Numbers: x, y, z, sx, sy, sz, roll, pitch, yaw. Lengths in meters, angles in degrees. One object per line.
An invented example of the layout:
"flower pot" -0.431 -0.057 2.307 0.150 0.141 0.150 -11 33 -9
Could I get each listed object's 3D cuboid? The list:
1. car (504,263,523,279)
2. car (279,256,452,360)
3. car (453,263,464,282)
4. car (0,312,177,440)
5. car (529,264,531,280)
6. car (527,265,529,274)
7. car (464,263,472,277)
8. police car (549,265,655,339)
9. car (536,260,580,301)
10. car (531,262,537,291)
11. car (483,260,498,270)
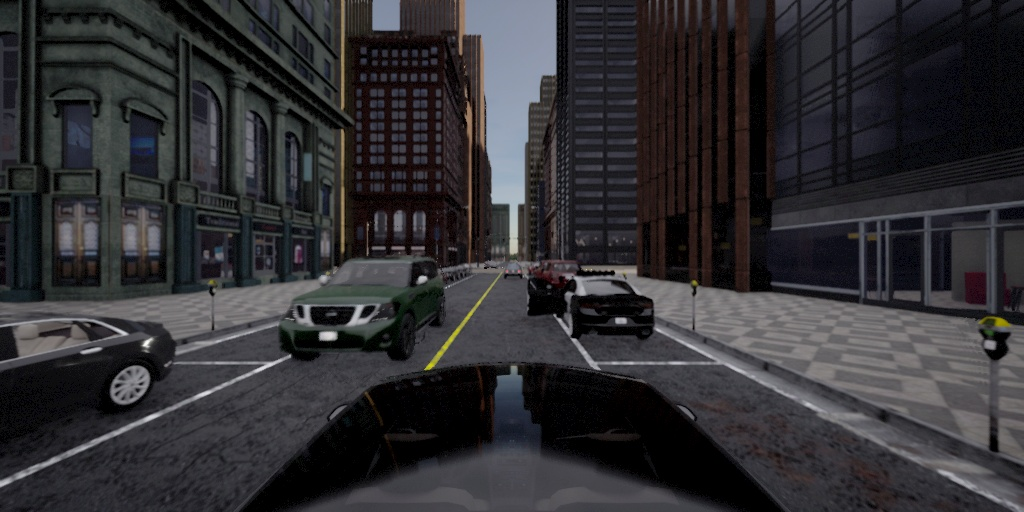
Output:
"car" 0.131 1.505 36.120 2.033 1.411 5.357 0 0 1
"car" -3.088 1.012 8.798 2.150 2.045 5.566 0 0 0
"car" -5.700 1.495 31.597 1.948 1.339 4.313 0 0 0
"car" -5.762 1.310 3.415 2.007 1.370 4.403 0 0 0
"car" 2.825 1.495 31.581 1.948 1.339 4.313 0 0 0
"car" 2.849 1.441 42.853 1.967 1.591 4.097 0 0 0
"car" -5.688 1.531 37.233 1.948 1.339 4.313 0 0 0
"police car" 2.383 1.225 10.406 1.930 1.638 5.238 0 0 0
"car" 2.800 1.173 20.309 2.192 1.841 5.009 0 0 0
"car" 2.812 1.208 25.945 2.192 1.841 5.009 0 0 0
"car" -2.899 1.198 49.297 2.033 1.411 5.357 0 0 0
